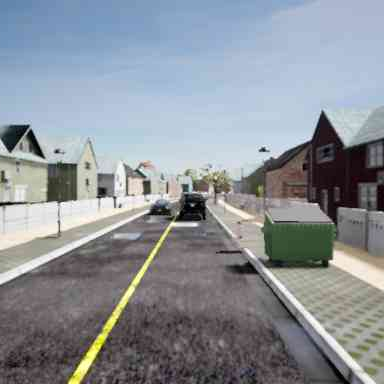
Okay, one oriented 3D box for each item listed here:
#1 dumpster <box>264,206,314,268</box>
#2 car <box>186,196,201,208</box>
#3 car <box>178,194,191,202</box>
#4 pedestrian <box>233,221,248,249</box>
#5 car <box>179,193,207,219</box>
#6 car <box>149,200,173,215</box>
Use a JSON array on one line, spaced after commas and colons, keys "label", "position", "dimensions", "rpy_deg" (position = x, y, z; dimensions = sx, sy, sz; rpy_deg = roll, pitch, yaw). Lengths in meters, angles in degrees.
[{"label": "dumpster", "position": [3.010, 1.349, 10.591], "dimensions": [1.020, 1.700, 1.940], "rpy_deg": [0, 0, 0]}, {"label": "car", "position": [0.252, 1.321, 45.576], "dimensions": [1.812, 1.442, 4.674], "rpy_deg": [0, 0, 2]}, {"label": "car", "position": [-1.458, 1.199, 68.176], "dimensions": [2.128, 1.511, 4.902], "rpy_deg": [0, 0, 4]}, {"label": "pedestrian", "position": [1.741, 1.491, 11.925], "dimensions": [0.500, 1.100, 0.500], "rpy_deg": [0, 1, -6]}, {"label": "car", "position": [0.059, 1.099, 27.841], "dimensions": [2.150, 2.045, 5.566], "rpy_deg": [0, 0, 0]}, {"label": "car", "position": [-2.835, 1.426, 31.223], "dimensions": [1.994, 1.385, 4.181], "rpy_deg": [0, 0, 0]}]
